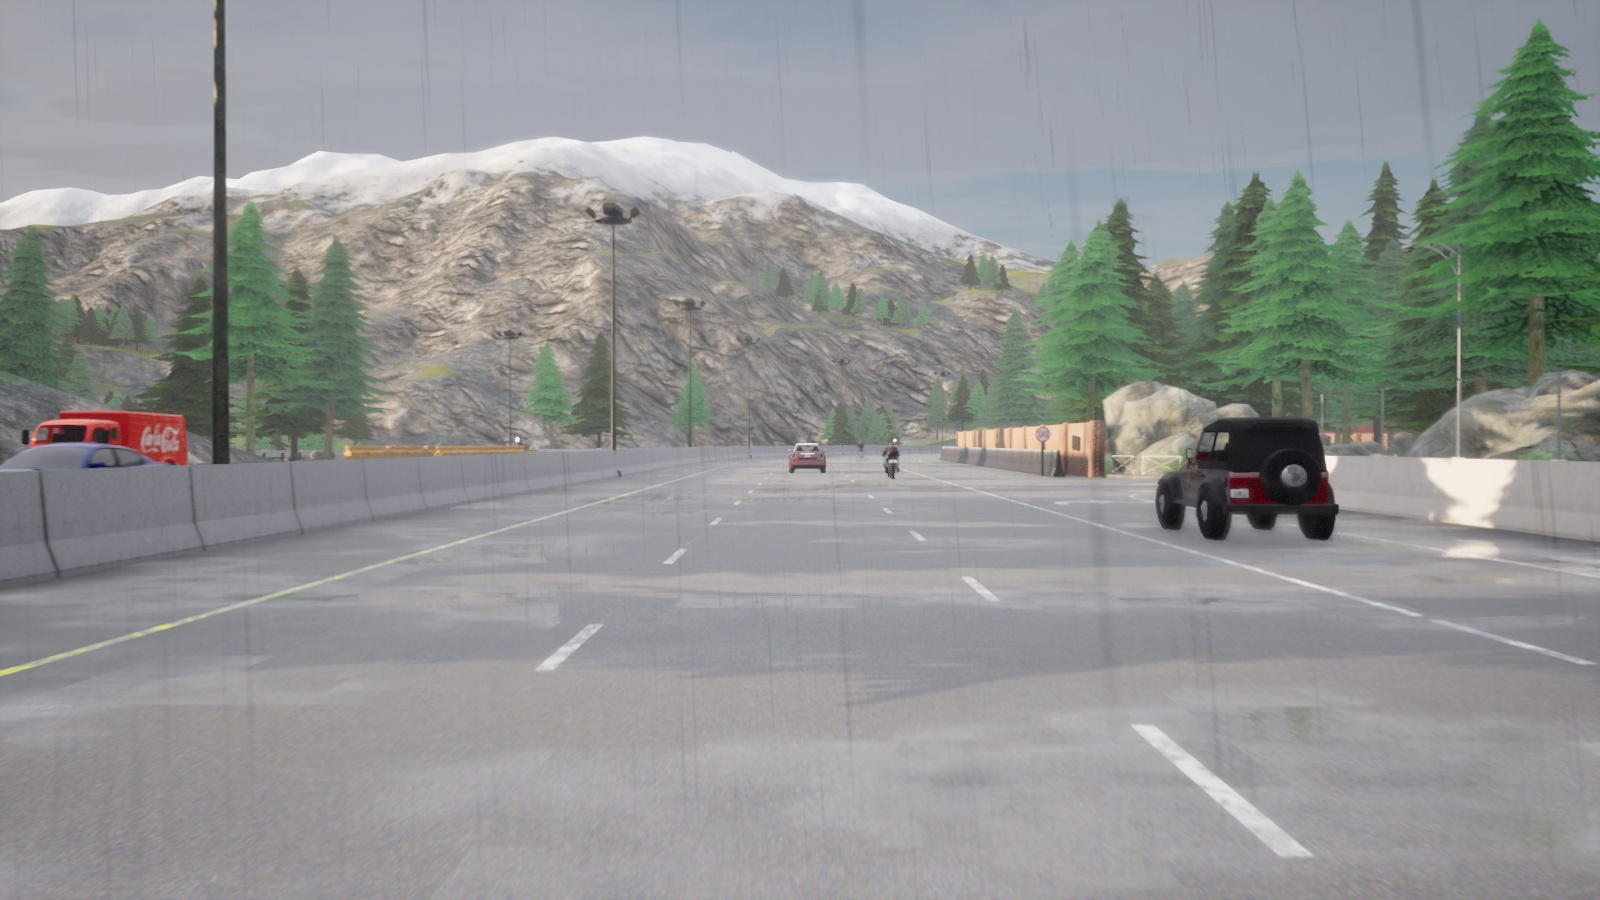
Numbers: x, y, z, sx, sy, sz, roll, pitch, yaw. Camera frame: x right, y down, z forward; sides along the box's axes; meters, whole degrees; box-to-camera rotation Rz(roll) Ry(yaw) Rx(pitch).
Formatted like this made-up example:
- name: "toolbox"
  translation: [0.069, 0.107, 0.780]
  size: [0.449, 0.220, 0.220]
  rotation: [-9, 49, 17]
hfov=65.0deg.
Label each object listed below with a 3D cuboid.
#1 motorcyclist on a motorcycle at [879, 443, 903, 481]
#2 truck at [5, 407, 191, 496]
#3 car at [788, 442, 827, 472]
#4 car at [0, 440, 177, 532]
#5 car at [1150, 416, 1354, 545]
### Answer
- name: "motorcyclist on a motorcycle"
  translation: [3.814, 0.488, 52.617]
  size: [0.866, 1.530, 2.191]
  rotation: [0, 0, 0]
- name: "truck"
  translation: [-20.771, 0.037, 37.497]
  size: [2.627, 2.467, 5.204]
  rotation: [0, 0, 0]
- name: "car"
  translation: [0.383, 0.348, 64.616]
  size: [1.970, 1.475, 3.806]
  rotation: [0, 0, 0]
- name: "car"
  translation: [-13.851, 0.581, 23.475]
  size: [1.882, 1.535, 5.008]
  rotation: [0, 0, 0]
- name: "car"
  translation: [7.131, 0.434, 20.240]
  size: [1.905, 1.878, 3.866]
  rotation: [0, 0, 0]
